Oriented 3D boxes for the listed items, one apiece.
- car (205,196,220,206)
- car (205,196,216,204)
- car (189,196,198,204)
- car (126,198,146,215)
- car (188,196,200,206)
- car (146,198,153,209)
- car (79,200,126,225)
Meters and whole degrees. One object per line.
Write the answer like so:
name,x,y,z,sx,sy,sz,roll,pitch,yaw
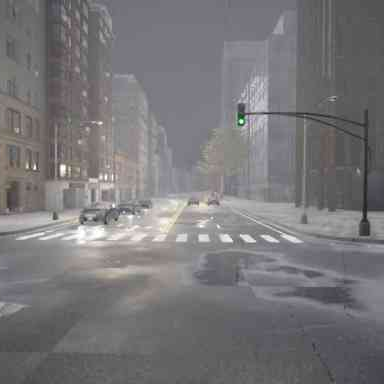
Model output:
car,3.490,1.538,54.294,1.812,1.442,4.674,0,0,0
car,3.533,1.482,64.300,1.882,1.535,5.008,0,0,0
car,0.283,1.488,64.313,1.837,1.490,4.892,0,0,0
car,-6.439,1.501,34.187,2.033,1.411,5.357,0,0,0
car,0.238,1.483,53.891,2.128,1.511,4.902,0,0,0
car,-6.385,1.500,44.735,2.033,1.411,5.357,0,0,1
car,-6.482,1.444,23.706,2.128,1.511,4.902,0,0,0
